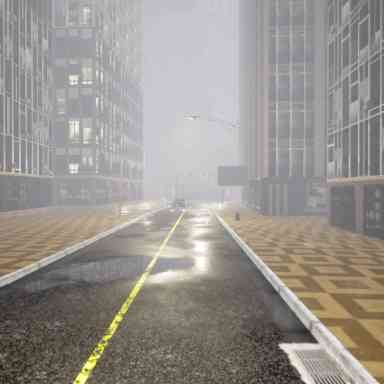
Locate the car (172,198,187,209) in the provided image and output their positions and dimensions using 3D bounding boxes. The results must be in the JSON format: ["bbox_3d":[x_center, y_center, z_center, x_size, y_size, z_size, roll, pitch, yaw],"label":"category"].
[{"bbox_3d":[-1.744,1.577,47.427,1.837,1.490,4.892,0,0,4],"label":"car"}]
